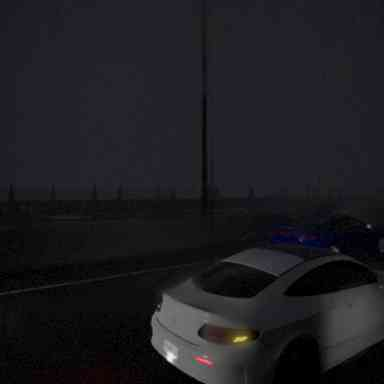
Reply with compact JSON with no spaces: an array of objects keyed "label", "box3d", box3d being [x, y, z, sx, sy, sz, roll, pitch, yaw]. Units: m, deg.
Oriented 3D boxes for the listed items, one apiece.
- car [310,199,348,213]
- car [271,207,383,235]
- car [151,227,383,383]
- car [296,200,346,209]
[{"label":"car","box3d":[15.165,1.542,36.694,4.181,1.385,1.994,0,0,-37]},{"label":"car","box3d":[4.843,1.471,11.504,5.008,1.535,1.882,0,0,-36]},{"label":"car","box3d":[1.646,1.523,4.921,4.674,1.442,1.812,0,0,-35]},{"label":"car","box3d":[11.187,1.531,29.332,5.357,1.411,2.033,0,0,-37]}]
